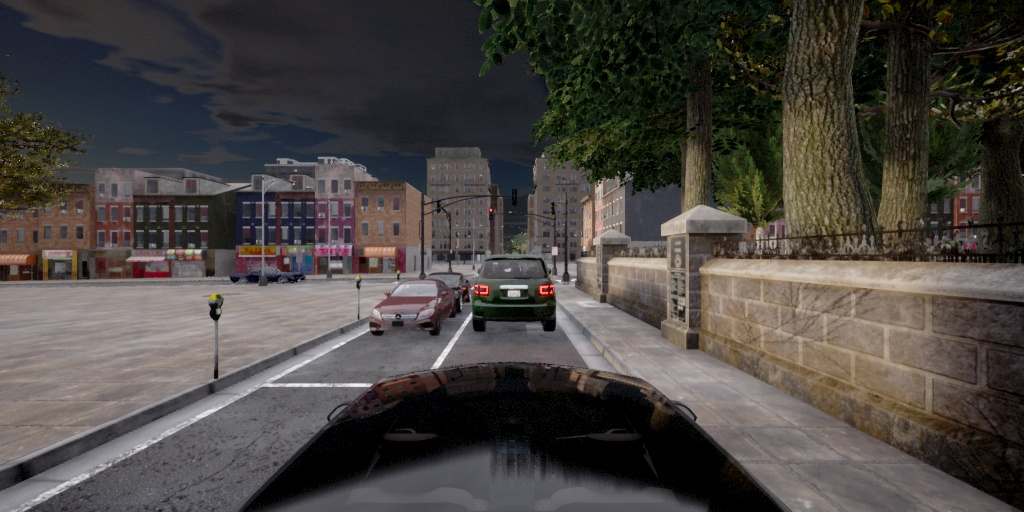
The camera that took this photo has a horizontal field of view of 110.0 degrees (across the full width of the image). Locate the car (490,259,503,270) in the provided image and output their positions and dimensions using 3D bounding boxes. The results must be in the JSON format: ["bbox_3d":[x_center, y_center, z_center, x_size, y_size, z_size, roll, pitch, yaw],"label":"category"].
[{"bbox_3d":[-2.293,1.263,54.641,1.812,1.442,4.674,0,0,0],"label":"car"}]

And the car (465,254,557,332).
[{"bbox_3d":[0.076,0.971,11.058,2.150,2.045,5.566,0,0,1],"label":"car"}]

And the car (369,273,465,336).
[{"bbox_3d":[-2.638,1.331,10.379,1.802,1.307,4.207,0,0,0],"label":"car"}]

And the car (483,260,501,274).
[{"bbox_3d":[-2.282,1.266,42.008,1.812,1.442,4.674,0,0,0],"label":"car"}]

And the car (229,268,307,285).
[{"bbox_3d":[-18.207,1.534,26.929,4.718,1.301,1.895,-1,0,0],"label":"car"}]
